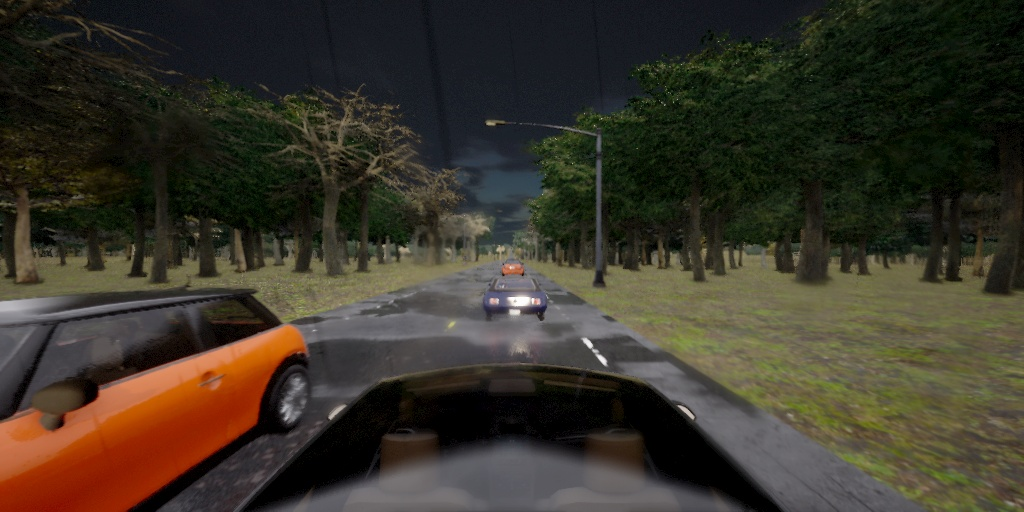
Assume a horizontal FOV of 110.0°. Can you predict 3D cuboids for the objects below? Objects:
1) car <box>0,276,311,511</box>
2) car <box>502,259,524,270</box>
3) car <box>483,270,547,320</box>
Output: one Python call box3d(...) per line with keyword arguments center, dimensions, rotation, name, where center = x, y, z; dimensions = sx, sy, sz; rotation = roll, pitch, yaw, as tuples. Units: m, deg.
box3d(center=(-3.500, 1.102, 2.463), dimensions=(2.097, 1.767, 4.553), rotation=(0, 0, 0), name="car")
box3d(center=(0.088, 1.083, 34.881), dimensions=(2.097, 1.767, 4.553), rotation=(0, 0, 0), name="car")
box3d(center=(0.095, 1.347, 12.563), dimensions=(1.895, 1.301, 4.718), rotation=(0, 0, 0), name="car")
